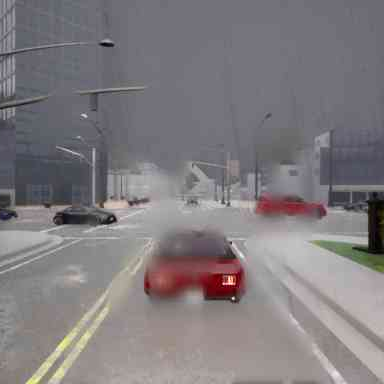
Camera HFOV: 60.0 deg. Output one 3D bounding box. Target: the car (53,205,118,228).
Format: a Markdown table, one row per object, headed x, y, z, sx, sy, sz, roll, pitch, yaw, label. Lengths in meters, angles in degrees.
| x | y | z | sx | sy | sz | roll | pitch | yaw | label |
| --- | --- | --- | --- | --- | --- | --- | --- | --- | --- |
| -7.145 | 1.597 | 22.358 | 4.181 | 1.385 | 1.994 | 0 | 0 | 17 | car |

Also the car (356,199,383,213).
| x | y | z | sx | sy | sz | roll | pitch | yaw | label |
| --- | --- | --- | --- | --- | --- | --- | --- | --- | --- |
| 19.883 | 1.480 | 34.078 | 4.674 | 1.442 | 1.812 | 0 | 0 | 0 | car |

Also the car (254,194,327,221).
| x | y | z | sx | sy | sz | roll | pitch | yaw | label |
| --- | --- | --- | --- | --- | --- | --- | --- | --- | --- |
| 7.826 | 1.219 | 26.777 | 5.566 | 2.045 | 2.150 | 0 | 0 | 0 | car |

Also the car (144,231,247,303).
| x | y | z | sx | sy | sz | roll | pitch | yaw | label |
| --- | --- | --- | --- | --- | --- | --- | --- | --- | --- |
| 0.072 | 1.601 | 8.177 | 1.895 | 1.301 | 4.718 | 0 | 0 | 0 | car |

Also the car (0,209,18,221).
| x | y | z | sx | sy | sz | roll | pitch | yaw | label |
| --- | --- | --- | --- | --- | --- | --- | --- | --- | --- |
| -16.974 | 1.661 | 26.583 | 5.357 | 1.411 | 2.033 | -1 | 0 | 0 | car |

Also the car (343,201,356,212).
| x | y | z | sx | sy | sz | roll | pitch | yaw | label |
| --- | --- | --- | --- | --- | --- | --- | --- | --- | --- |
| 19.380 | 1.520 | 37.573 | 4.181 | 1.385 | 1.994 | 0 | 0 | -1 | car |

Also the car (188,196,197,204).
| x | y | z | sx | sy | sz | roll | pitch | yaw | label |
| --- | --- | --- | --- | --- | --- | --- | --- | --- | --- |
| 0.093 | 1.547 | 63.110 | 2.033 | 1.411 | 5.357 | 0 | 0 | 0 | car |
